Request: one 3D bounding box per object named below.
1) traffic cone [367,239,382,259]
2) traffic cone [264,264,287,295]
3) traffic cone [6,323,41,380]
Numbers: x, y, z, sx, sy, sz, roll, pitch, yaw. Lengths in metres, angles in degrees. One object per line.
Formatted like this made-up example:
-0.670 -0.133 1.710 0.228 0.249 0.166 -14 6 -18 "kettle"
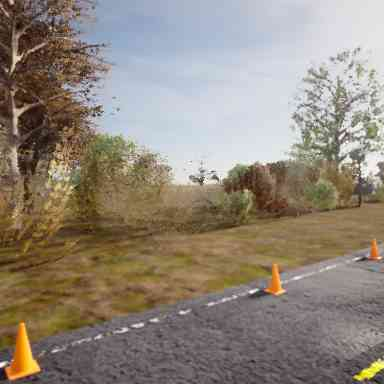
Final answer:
5.607 1.734 10.225 0.340 0.580 0.340 -2 1 -40 "traffic cone"
1.790 1.839 7.138 0.340 0.580 0.340 -2 1 -38 "traffic cone"
-2.128 1.946 4.180 0.340 0.580 0.340 -2 1 -36 "traffic cone"
